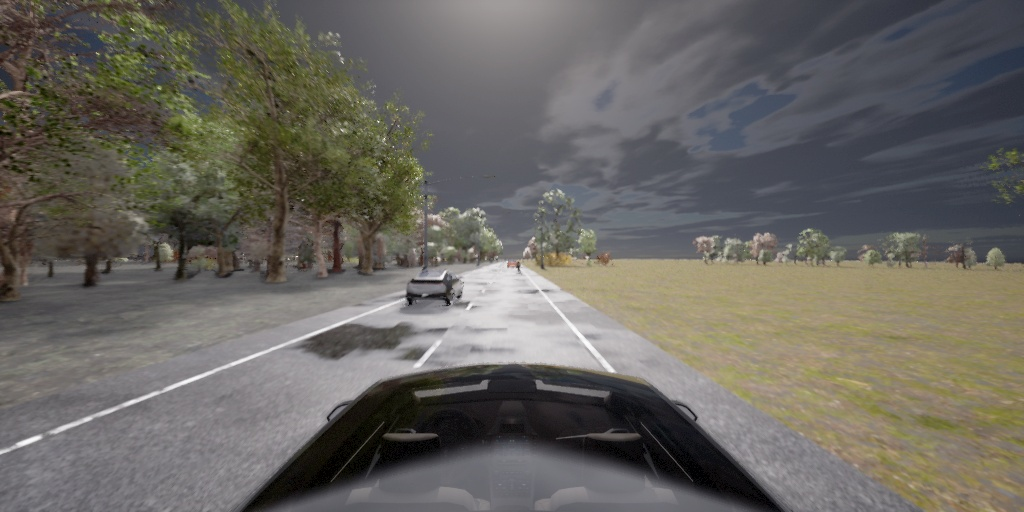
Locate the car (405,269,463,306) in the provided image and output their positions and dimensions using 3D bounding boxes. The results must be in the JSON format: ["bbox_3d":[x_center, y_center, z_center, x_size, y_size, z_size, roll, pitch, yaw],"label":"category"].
[{"bbox_3d":[-3.396,1.348,16.380,2.128,1.511,4.902,0,0,0],"label":"car"}]

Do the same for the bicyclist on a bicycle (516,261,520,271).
[{"bbox_3d":[0.980,1.603,56.455,0.582,1.620,1.656,0,-1,0],"label":"bicyclist on a bicycle"}]

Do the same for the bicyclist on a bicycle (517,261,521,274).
[{"bbox_3d":[0.978,1.538,47.517,0.582,1.620,1.656,0,-1,0],"label":"bicyclist on a bicycle"}]
